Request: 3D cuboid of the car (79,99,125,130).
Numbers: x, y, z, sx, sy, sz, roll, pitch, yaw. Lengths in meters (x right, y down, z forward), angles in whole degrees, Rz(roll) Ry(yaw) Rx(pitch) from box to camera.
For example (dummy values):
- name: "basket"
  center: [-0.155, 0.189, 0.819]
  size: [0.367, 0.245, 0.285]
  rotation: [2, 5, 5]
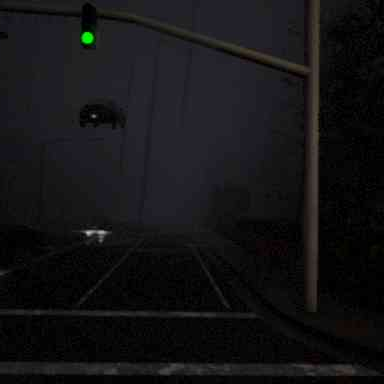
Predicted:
- name: "car"
  center: [-4.851, -4.270, 18.227]
  size: [1.812, 1.442, 4.674]
  rotation: [2, 11, -4]

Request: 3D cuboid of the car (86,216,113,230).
- name: "car"
  center: [-9.771, 3.271, 35.555]
  size: [2.033, 1.411, 5.357]
  rotation: [2, -3, -3]

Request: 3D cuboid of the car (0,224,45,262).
- name: "car"
  center: [-8.431, 2.149, 14.845]
  size: [2.033, 1.411, 5.357]
  rotation: [2, -3, -1]
